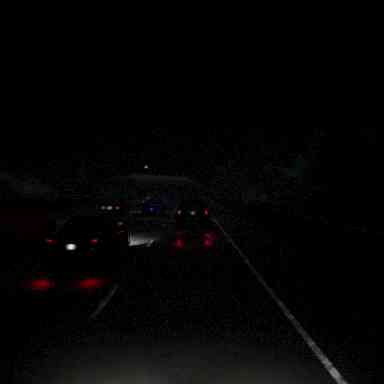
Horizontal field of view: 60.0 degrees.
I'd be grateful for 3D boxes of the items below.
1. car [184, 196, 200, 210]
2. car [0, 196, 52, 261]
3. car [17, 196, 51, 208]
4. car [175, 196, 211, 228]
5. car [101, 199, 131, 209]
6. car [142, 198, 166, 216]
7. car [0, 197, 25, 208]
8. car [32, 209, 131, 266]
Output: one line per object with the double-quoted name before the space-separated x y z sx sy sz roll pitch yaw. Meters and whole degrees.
"car" 0.020 1.283 39.647 1.837 1.490 4.892 0 0 0
"car" -6.933 1.167 12.082 2.150 2.045 5.566 0 0 -1
"car" -21.153 1.339 44.785 2.033 1.411 5.357 0 0 0
"car" 0.058 1.232 21.208 2.097 1.767 4.553 0 0 0
"car" -6.961 1.389 30.808 2.033 1.411 5.357 0 0 0
"car" -3.461 1.312 30.843 1.882 1.535 5.008 0 0 0
"car" -24.651 1.361 45.032 1.994 1.385 4.181 0 0 0
"car" -3.419 1.506 11.395 1.994 1.385 4.181 0 0 0
